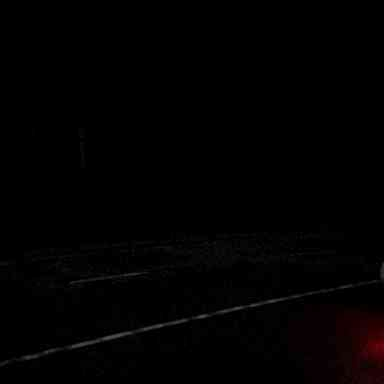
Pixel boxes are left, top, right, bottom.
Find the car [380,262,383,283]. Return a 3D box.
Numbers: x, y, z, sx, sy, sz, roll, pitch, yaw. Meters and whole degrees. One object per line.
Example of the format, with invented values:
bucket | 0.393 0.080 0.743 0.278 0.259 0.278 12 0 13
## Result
car | 6.189 1.592 6.726 4.718 1.301 1.895 0 0 -25
